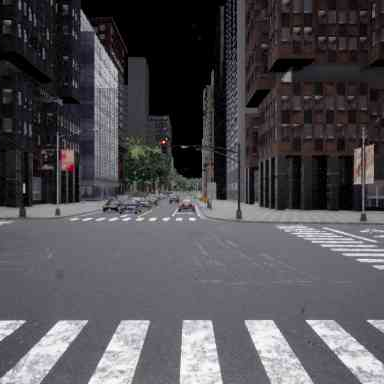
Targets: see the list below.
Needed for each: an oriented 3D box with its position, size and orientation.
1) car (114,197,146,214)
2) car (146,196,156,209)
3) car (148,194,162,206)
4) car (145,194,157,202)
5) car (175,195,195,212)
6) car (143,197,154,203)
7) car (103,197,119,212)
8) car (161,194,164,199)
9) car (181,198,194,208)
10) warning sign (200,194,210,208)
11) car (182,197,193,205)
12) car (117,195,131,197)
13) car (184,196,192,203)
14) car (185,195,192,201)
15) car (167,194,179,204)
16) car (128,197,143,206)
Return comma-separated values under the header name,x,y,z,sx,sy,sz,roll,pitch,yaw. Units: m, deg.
name,x,y,z,sx,sy,sz,roll,pitch,yaw
car,-6.459,1.548,35.399,2.033,1.411,5.357,0,0,-1
car,-6.523,1.587,45.354,1.994,1.385,4.181,0,0,-1
car,-6.570,1.551,55.547,1.837,1.490,4.892,0,0,0
car,-9.392,1.418,76.901,2.192,1.841,5.009,0,0,0
car,-0.614,1.449,38.973,1.967,1.590,4.097,0,0,0
car,-9.355,1.669,71.474,1.802,1.307,4.206,0,0,0
car,-9.139,1.574,38.919,1.947,1.339,4.313,0,0,0
car,-9.465,1.450,87.752,2.192,1.841,5.009,0,0,0
car,-0.686,1.615,49.822,1.802,1.307,4.206,0,0,0
warning sign,1.672,1.132,42.659,1.300,1.860,1.060,0,0,0
car,-0.758,1.604,60.672,1.887,1.381,4.507,0,0,0
car,-9.176,1.336,44.345,2.192,1.841,5.009,0,0,0
car,-0.831,1.613,71.692,1.752,1.417,4.829,0,0,0
car,-0.939,1.575,87.797,1.967,1.590,4.097,0,0,0
car,-3.451,1.577,65.675,1.837,1.490,4.892,0,0,0
car,-9.246,1.571,55.026,1.752,1.417,4.829,0,0,0
